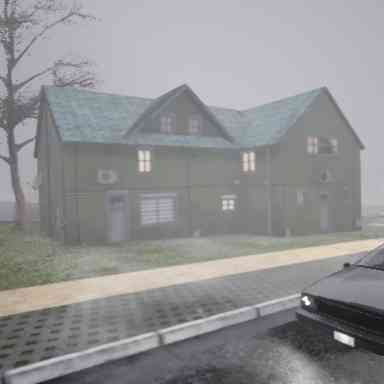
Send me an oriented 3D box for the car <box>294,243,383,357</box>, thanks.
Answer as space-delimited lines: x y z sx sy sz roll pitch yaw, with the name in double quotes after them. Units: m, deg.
4.233 1.573 5.914 5.357 1.411 2.033 0 0 -34 "car"
